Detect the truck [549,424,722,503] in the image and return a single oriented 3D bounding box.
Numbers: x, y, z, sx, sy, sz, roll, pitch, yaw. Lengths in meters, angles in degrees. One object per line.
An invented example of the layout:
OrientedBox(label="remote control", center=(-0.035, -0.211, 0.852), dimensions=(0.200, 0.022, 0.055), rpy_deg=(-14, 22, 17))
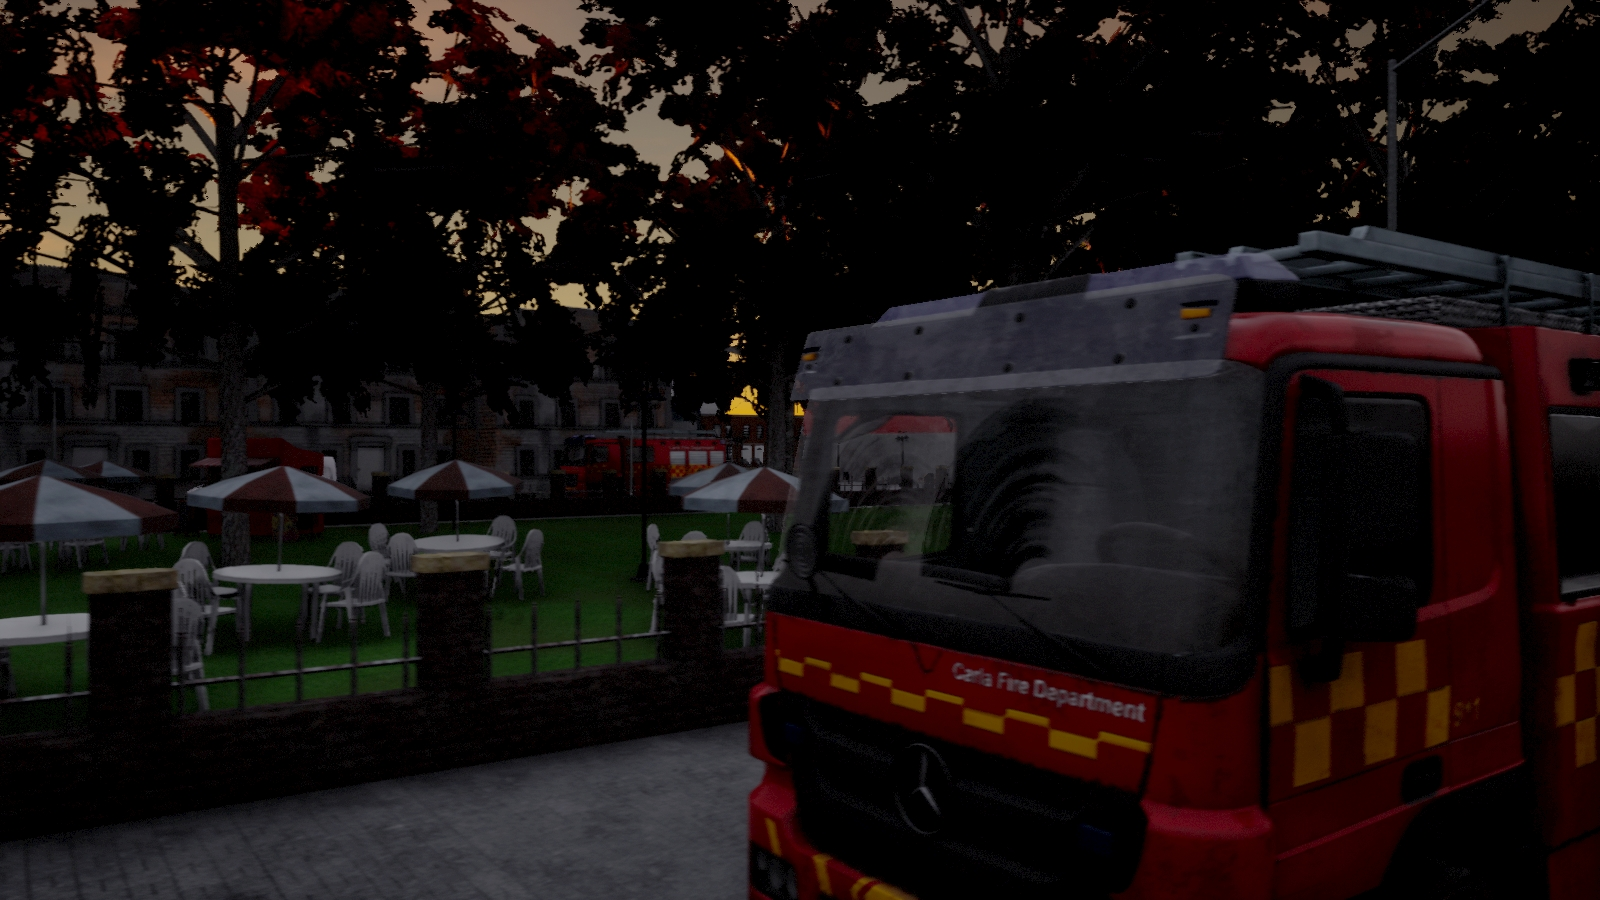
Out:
OrientedBox(label="truck", center=(-8.403, 0.670, 59.109), dimensions=(8.468, 3.827, 2.891), rpy_deg=(0, 0, -35))

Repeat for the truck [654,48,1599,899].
OrientedBox(label="truck", center=(3.540, 0.670, 7.161), dimensions=(8.468, 3.827, 2.891), rpy_deg=(0, 0, -35))

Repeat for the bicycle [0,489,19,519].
OrientedBox(label="bicycle", center=(-30.384, 2.036, 43.100), dimensions=(1.487, 1.080, 0.859), rpy_deg=(0, 0, -35))
